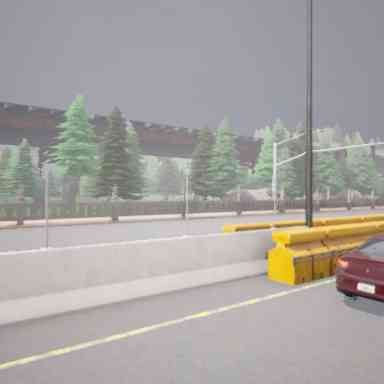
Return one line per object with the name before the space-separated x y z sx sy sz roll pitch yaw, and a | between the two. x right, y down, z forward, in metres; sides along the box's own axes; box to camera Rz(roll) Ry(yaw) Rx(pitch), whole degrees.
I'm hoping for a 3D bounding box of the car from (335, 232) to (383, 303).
car | 4.996 1.576 7.322 4.674 1.442 1.812 1 0 -36
